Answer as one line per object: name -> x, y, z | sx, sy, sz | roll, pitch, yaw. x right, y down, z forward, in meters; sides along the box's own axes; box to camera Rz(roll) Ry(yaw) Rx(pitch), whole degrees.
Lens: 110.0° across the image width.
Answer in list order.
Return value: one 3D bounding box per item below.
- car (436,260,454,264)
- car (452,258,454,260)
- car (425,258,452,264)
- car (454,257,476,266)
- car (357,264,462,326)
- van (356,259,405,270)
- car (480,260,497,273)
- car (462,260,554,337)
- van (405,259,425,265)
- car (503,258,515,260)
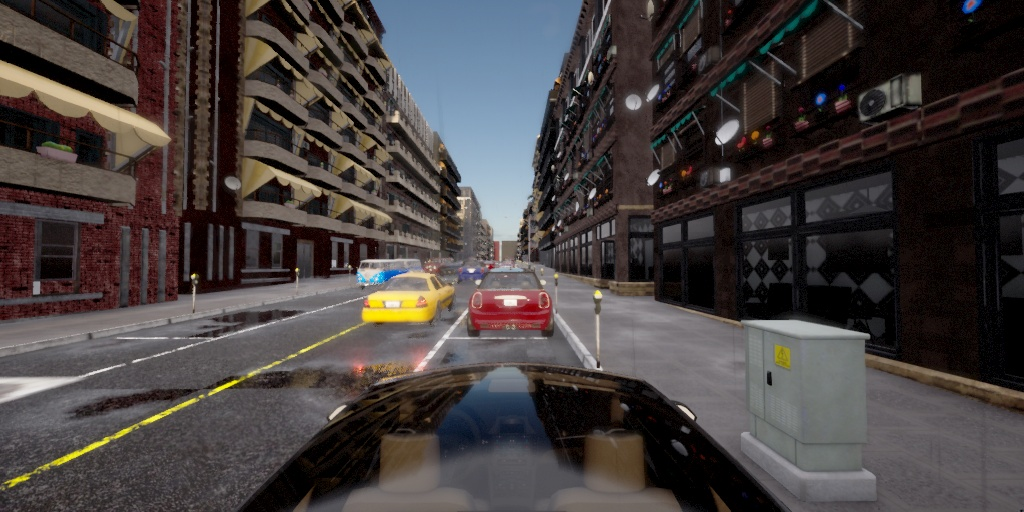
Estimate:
car -> -5.858, 1.356, 35.561 | 1.994, 1.385, 4.181 | 0, 0, 0
car -> -8.335, 1.128, 44.724 | 2.192, 1.841, 5.009 | 0, 0, 0
car -> -8.335, 1.115, 39.194 | 2.192, 1.841, 5.009 | 0, 0, 0
car -> -2.938, 1.130, 28.179 | 2.097, 1.767, 4.553 | 0, 0, 0
car -> -3.019, 1.211, 11.646 | 1.801, 1.575, 5.366 | 0, 0, 0
van -> -8.335, 1.108, 22.603 | 1.690, 1.789, 3.998 | 0, 0, 0
car -> -2.932, 1.292, 45.355 | 1.882, 1.535, 5.008 | 0, 0, 0
car -> -0.033, 1.108, 10.473 | 2.097, 1.767, 4.553 | 0, 0, 0
van -> -8.335, 1.118, 28.134 | 1.690, 1.789, 3.998 | 0, 0, 0
car -> -0.445, 1.240, 39.134 | 1.967, 1.591, 4.097 | 0, 0, 0
